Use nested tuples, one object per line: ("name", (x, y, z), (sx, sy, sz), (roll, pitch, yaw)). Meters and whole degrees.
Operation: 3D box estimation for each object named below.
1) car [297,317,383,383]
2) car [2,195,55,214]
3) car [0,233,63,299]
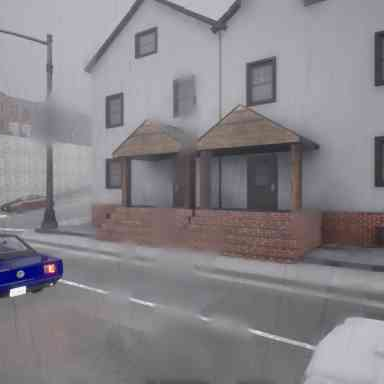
("car", (3.015, 1.601, 1.829), (4.718, 1.301, 1.895), (0, 0, 36))
("car", (-14.331, 0.972, 29.257), (1.994, 1.385, 4.181), (0, 7, 35))
("car", (-5.096, 1.601, 7.616), (4.718, 1.301, 1.895), (0, 0, 36))
